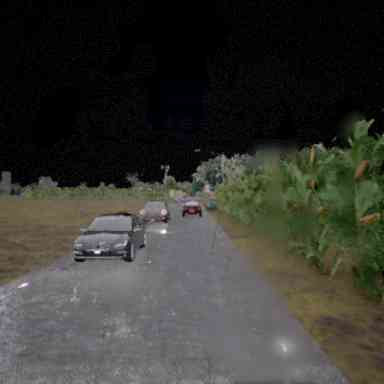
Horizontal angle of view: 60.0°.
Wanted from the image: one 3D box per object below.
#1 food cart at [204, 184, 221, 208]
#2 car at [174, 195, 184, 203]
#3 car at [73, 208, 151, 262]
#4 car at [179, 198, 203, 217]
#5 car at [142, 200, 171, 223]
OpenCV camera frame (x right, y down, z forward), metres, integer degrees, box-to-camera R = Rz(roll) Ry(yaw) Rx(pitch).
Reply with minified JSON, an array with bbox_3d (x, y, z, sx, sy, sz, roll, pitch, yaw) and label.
[{"bbox_3d":[3.110,0.682,52.085,2.280,3.560,4.660,-1,-1,0],"label":"food cart"},{"bbox_3d":[-2.717,1.516,73.153,2.097,1.767,4.553,0,0,0],"label":"car"},{"bbox_3d":[-2.843,1.561,12.397,1.837,1.490,4.892,0,0,0],"label":"car"},{"bbox_3d":[0.024,1.618,33.112,1.882,1.535,5.008,0,-1,0],"label":"car"},{"bbox_3d":[-2.818,1.464,26.203,2.097,1.767,4.553,0,0,0],"label":"car"}]
